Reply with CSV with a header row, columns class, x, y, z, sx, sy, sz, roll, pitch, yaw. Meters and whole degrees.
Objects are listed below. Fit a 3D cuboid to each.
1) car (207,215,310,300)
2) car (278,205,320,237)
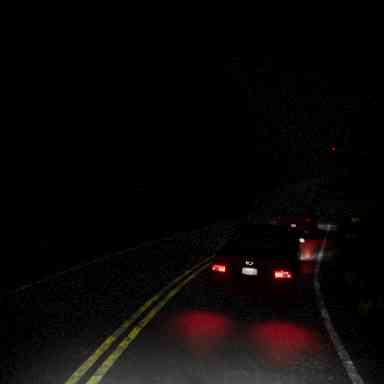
class,x,y,z,sx,sy,sz,roll,pitch,yaw
car,1.867,1.549,8.660,2.033,1.411,5.357,2,0,18
car,5.946,1.486,18.509,1.882,1.535,5.008,2,1,23
